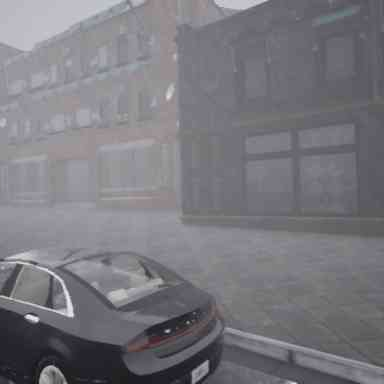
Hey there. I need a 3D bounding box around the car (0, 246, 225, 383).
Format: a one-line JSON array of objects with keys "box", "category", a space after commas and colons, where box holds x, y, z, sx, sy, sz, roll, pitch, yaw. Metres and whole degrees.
[{"box": [-1.901, 1.511, 4.654, 4.892, 1.521, 2.231, -1, 0, 35], "category": "car"}]
